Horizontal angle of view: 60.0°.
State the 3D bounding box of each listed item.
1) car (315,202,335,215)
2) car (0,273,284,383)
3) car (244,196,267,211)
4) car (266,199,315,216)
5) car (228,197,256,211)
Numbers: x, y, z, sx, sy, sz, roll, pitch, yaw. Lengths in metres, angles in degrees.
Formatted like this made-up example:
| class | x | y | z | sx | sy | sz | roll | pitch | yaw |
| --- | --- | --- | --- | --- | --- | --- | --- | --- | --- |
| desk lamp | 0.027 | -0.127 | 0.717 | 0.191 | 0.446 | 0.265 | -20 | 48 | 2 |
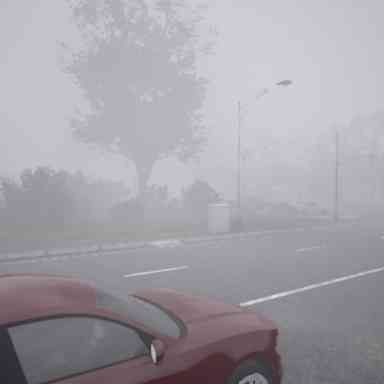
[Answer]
| class | x | y | z | sx | sy | sz | roll | pitch | yaw |
| --- | --- | --- | --- | --- | --- | --- | --- | --- | --- |
| car | 14.310 | 1.835 | 37.971 | 1.812 | 1.442 | 4.674 | 1 | 0 | -32 |
| car | -1.339 | 1.481 | 2.790 | 5.008 | 1.535 | 1.882 | 0 | 0 | -35 |
| car | 9.123 | 1.528 | 46.172 | 2.150 | 2.045 | 5.566 | 1 | 0 | -33 |
| car | 10.862 | 1.803 | 36.882 | 1.812 | 1.442 | 4.674 | 1 | 0 | -31 |
| car | 5.907 | 1.779 | 44.699 | 1.837 | 1.490 | 4.892 | 1 | 0 | -32 |
